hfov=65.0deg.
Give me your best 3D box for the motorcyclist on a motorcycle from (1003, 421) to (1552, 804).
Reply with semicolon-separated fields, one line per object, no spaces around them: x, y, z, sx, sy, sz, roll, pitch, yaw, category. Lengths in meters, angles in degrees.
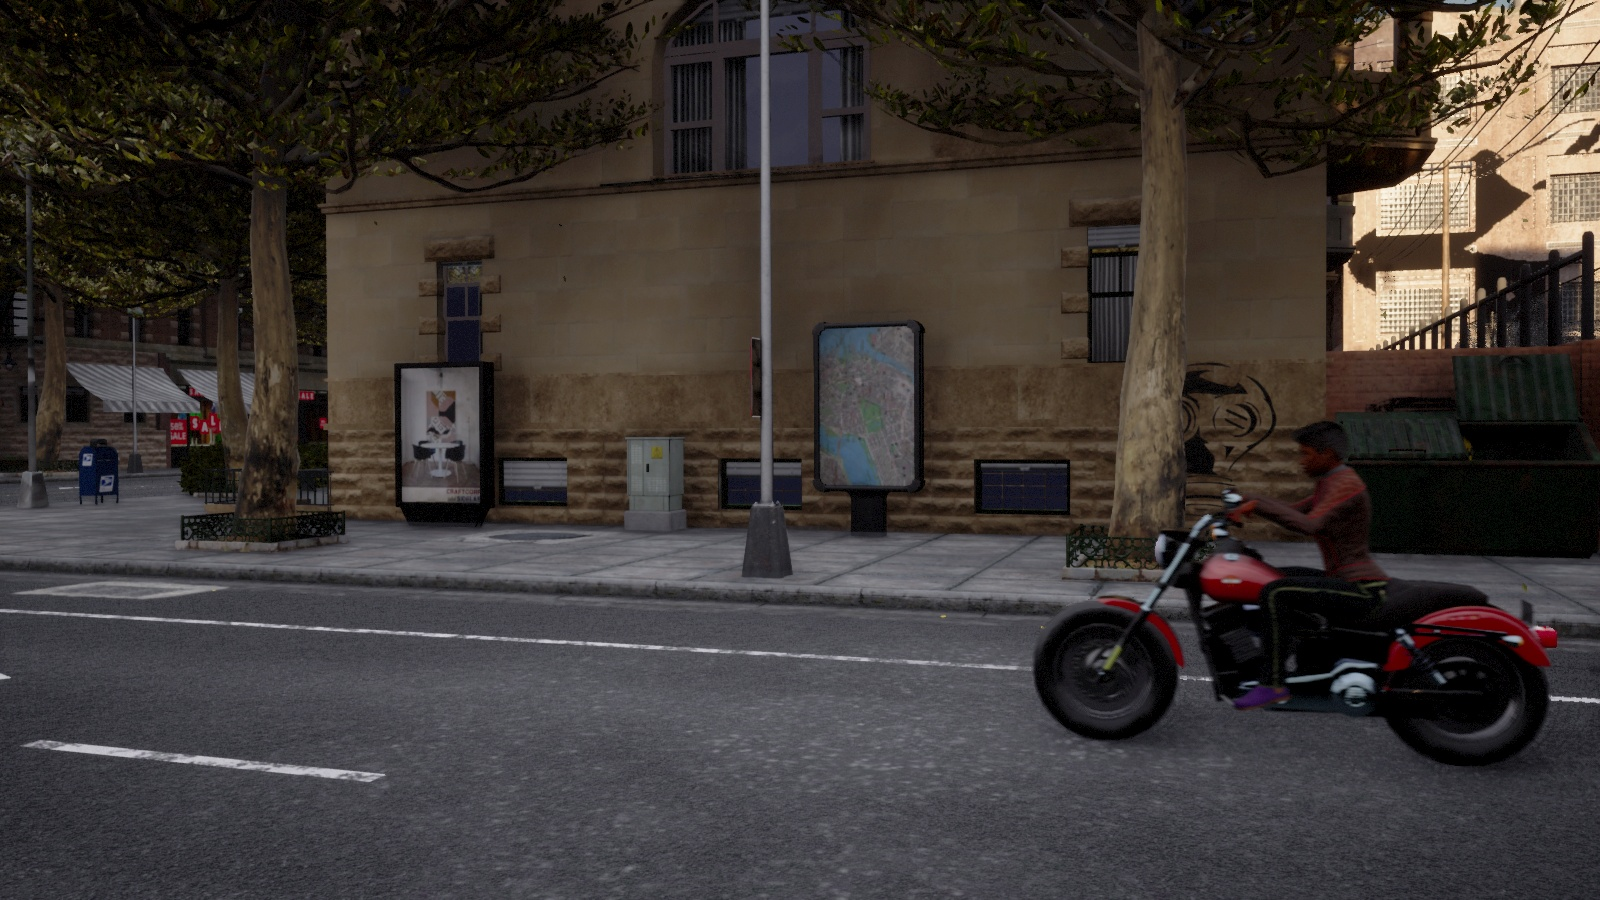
2.233;0.687;6.133;2.350;1.649;0.766;0;1;19;motorcyclist on a motorcycle
